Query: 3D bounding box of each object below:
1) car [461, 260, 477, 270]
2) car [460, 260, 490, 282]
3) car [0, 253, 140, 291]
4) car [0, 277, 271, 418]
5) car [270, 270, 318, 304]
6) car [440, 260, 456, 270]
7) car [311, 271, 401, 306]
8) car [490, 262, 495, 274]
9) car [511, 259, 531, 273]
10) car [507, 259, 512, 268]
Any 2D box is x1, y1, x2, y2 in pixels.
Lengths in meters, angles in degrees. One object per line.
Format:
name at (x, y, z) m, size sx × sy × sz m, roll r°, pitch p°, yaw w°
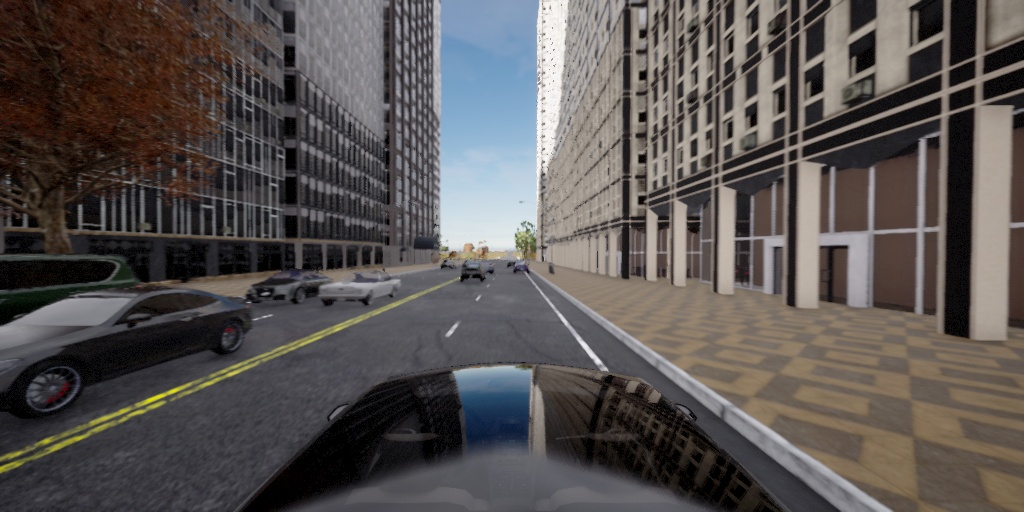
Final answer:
car at (-6.518, 1.316, 55.080) m, size 1.837 × 1.490 × 4.892 m, roll 0°, pitch 0°, yaw 1°
car at (-3.136, 1.295, 29.797) m, size 1.837 × 1.490 × 4.892 m, roll 0°, pitch 0°, yaw 0°
car at (-9.843, 0.965, 6.238) m, size 2.150 × 2.045 × 5.566 m, roll 0°, pitch 0°, yaw 0°
car at (-6.588, 1.274, 6.025) m, size 1.812 × 1.442 × 4.674 m, roll 0°, pitch 0°, yaw 0°
car at (-9.797, 1.324, 16.282) m, size 1.994 × 1.385 × 4.181 m, roll 0°, pitch 0°, yaw 1°
car at (-9.769, 1.311, 55.082) m, size 1.837 × 1.490 × 4.892 m, roll 0°, pitch 0°, yaw 1°
car at (-6.554, 1.365, 15.966) m, size 1.895 × 1.301 × 4.718 m, roll 0°, pitch 0°, yaw 0°
car at (-3.130, 1.369, 42.720) m, size 1.994 × 1.385 × 4.181 m, roll 0°, pitch 0°, yaw 0°
car at (1.160, 1.338, 43.723) m, size 1.812 × 1.442 × 4.674 m, roll 0°, pitch 0°, yaw 0°
car at (0.031, 1.328, 61.779) m, size 1.837 × 1.490 × 4.892 m, roll 0°, pitch 0°, yaw 0°
